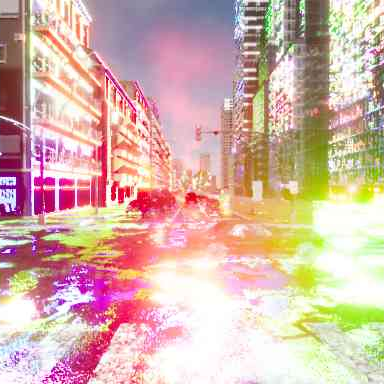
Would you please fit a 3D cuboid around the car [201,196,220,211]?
[{"bbox_3d":[2.522,1.540,41.086,1.887,1.381,4.507,-1,0,0],"label":"car"}]

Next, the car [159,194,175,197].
[{"bbox_3d":[-3.237,1.488,49.189,2.128,1.511,4.902,0,0,0],"label":"car"}]

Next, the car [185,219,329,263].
[{"bbox_3d":[2.135,1.614,11.528,4.718,1.301,1.895,0,1,0],"label":"car"}]

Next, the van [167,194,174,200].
[{"bbox_3d":[-5.982,1.350,91.843,1.690,1.788,3.998,-1,0,0],"label":"van"}]

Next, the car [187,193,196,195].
[{"bbox_3d":[-0.112,1.223,69.850,2.150,2.045,5.566,0,0,0],"label":"car"}]

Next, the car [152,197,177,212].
[{"bbox_3d":[-3.207,1.560,39.067,1.994,1.385,4.181,0,0,0],"label":"car"}]

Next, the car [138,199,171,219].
[{"bbox_3d":[-3.187,1.560,29.141,1.994,1.385,4.181,0,0,0],"label":"car"}]

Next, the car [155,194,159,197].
[{"bbox_3d":[-5.863,1.312,52.302,2.192,1.841,5.009,-1,0,0],"label":"car"}]

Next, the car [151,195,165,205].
[{"bbox_3d":[-5.878,1.439,57.950,1.967,1.590,4.097,-1,0,0],"label":"car"}]

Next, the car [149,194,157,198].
[{"bbox_3d":[-5.826,1.436,41.004,1.967,1.590,4.097,-1,0,0],"label":"car"}]

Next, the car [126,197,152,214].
[{"bbox_3d":[-5.808,1.540,35.355,1.887,1.381,4.507,-1,0,0],"label":"car"}]

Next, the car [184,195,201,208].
[{"bbox_3d":[-0.047,1.500,48.073,1.837,1.490,4.892,0,0,0],"label":"car"}]

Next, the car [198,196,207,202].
[{"bbox_3d":[2.419,1.548,74.980,1.887,1.381,4.507,-1,0,0],"label":"car"}]

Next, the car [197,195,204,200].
[{"bbox_3d":[2.366,1.535,92.098,1.752,1.417,4.829,-1,0,0],"label":"car"}]

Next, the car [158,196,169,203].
[{"bbox_3d":[-5.911,1.584,69.249,1.802,1.307,4.206,-1,0,0],"label":"car"}]

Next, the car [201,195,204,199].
[{"bbox_3d":[2.453,1.551,63.682,2.008,1.369,4.403,-1,0,0],"label":"car"}]

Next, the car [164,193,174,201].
[{"bbox_3d":[-5.966,1.322,86.195,2.192,1.841,5.009,-1,0,0],"label":"car"}]
